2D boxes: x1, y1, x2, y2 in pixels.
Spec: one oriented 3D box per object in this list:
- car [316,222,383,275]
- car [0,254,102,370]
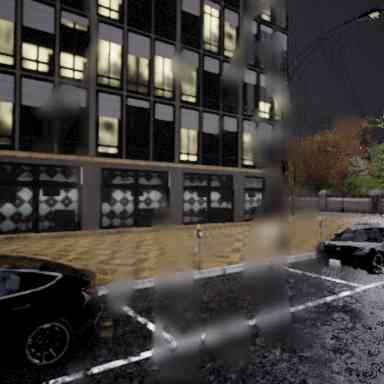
[{"bbox_3d":[5.903,1.683,10.869,4.313,1.339,1.947,1,0,-36],"label":"car"},{"bbox_3d":[-3.327,1.561,4.185,4.313,1.339,1.947,1,0,-36],"label":"car"}]
